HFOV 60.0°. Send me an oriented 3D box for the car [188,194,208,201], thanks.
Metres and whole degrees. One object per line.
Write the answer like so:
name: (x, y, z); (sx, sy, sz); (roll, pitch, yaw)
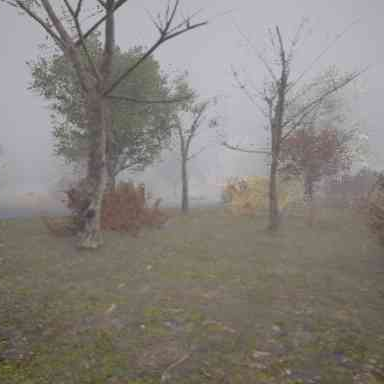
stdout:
car: (1.077, 1.012, 63.689); (2.033, 1.411, 5.357); (0, 1, 31)
